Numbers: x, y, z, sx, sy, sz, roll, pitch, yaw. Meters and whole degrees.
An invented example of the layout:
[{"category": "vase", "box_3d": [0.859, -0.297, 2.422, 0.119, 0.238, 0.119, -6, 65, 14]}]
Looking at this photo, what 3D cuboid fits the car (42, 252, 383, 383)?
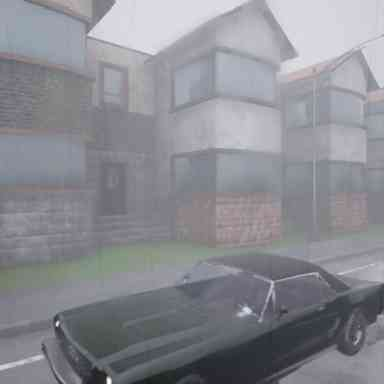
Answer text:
[{"category": "car", "box_3d": [0.632, 1.600, 4.477, 4.718, 1.301, 1.895, 0, 0, -37]}]
